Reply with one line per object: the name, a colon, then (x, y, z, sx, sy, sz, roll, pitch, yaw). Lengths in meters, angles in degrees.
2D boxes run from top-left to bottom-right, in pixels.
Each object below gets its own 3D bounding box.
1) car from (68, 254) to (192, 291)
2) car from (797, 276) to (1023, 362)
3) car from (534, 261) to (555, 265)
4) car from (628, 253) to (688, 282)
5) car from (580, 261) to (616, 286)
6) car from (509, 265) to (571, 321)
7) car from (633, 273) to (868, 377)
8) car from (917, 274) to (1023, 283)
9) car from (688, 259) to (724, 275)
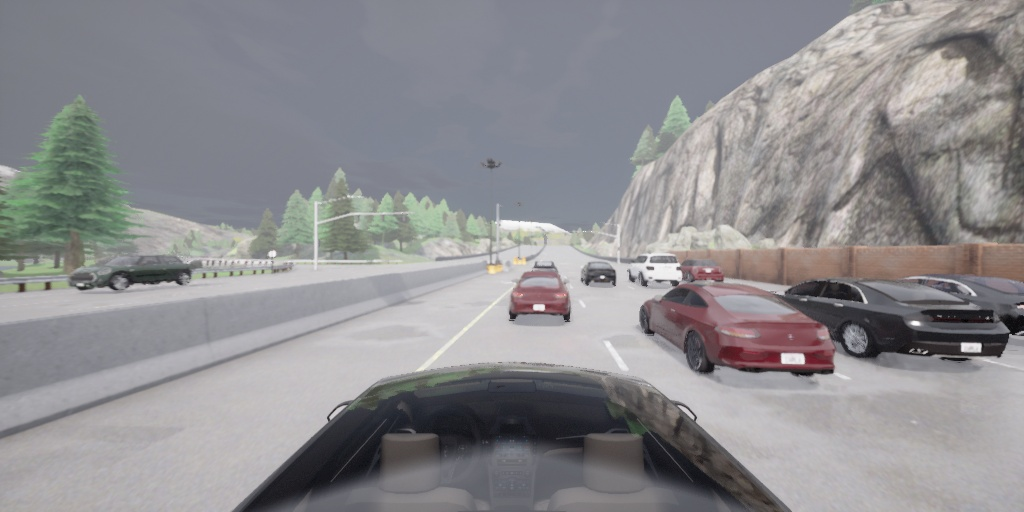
car: (-19.607, 0.707, 18.692, 2.097, 1.767, 4.553, 0, 0, 6)
car: (7.640, 1.236, 8.223, 1.837, 1.490, 4.892, 0, 0, 5)
car: (2.348, 1.073, 25.881, 2.128, 1.511, 4.902, 0, 1, 6)
car: (9.141, 0.851, 23.351, 2.150, 2.045, 5.566, 0, 1, 6)
car: (5.695, 1.086, 24.010, 1.882, 1.535, 5.008, 0, 1, 6)
car: (0.950, 1.203, 11.988, 1.812, 1.442, 4.674, 0, 1, 5)
car: (4.069, 1.251, 7.283, 1.812, 1.442, 4.674, 0, 0, 4)
car: (11.263, 1.229, 9.414, 2.128, 1.511, 4.902, 0, 0, 5)
car: (12.855, 0.979, 25.156, 2.097, 1.767, 4.553, 0, 0, 6)
